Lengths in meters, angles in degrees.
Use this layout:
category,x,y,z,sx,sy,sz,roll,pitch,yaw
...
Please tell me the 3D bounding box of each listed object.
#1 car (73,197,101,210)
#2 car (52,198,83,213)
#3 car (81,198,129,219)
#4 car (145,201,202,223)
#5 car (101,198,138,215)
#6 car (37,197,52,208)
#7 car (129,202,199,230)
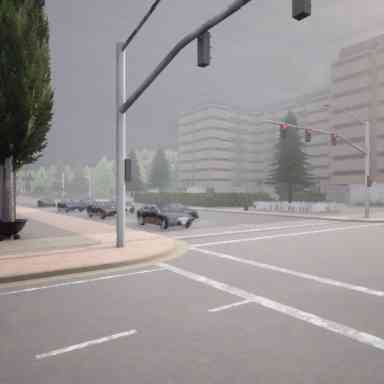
category,x,y,z,sx,sy,sz,roll,pitch,yaw
car,-13.909,1.492,43.946,2.128,1.511,4.902,0,0,-36
car,-14.001,1.547,38.072,2.033,1.411,5.357,0,0,-36
car,-7.716,1.548,29.353,2.033,1.411,5.357,0,0,-36
car,-1.649,1.548,26.932,2.033,1.411,5.357,0,0,-36
car,-7.836,1.492,35.506,2.128,1.511,4.902,0,0,-36
car,-20.859,1.501,47.659,1.837,1.490,4.892,0,1,-35
car,-1.869,1.492,21.225,2.128,1.511,4.902,0,0,-35
